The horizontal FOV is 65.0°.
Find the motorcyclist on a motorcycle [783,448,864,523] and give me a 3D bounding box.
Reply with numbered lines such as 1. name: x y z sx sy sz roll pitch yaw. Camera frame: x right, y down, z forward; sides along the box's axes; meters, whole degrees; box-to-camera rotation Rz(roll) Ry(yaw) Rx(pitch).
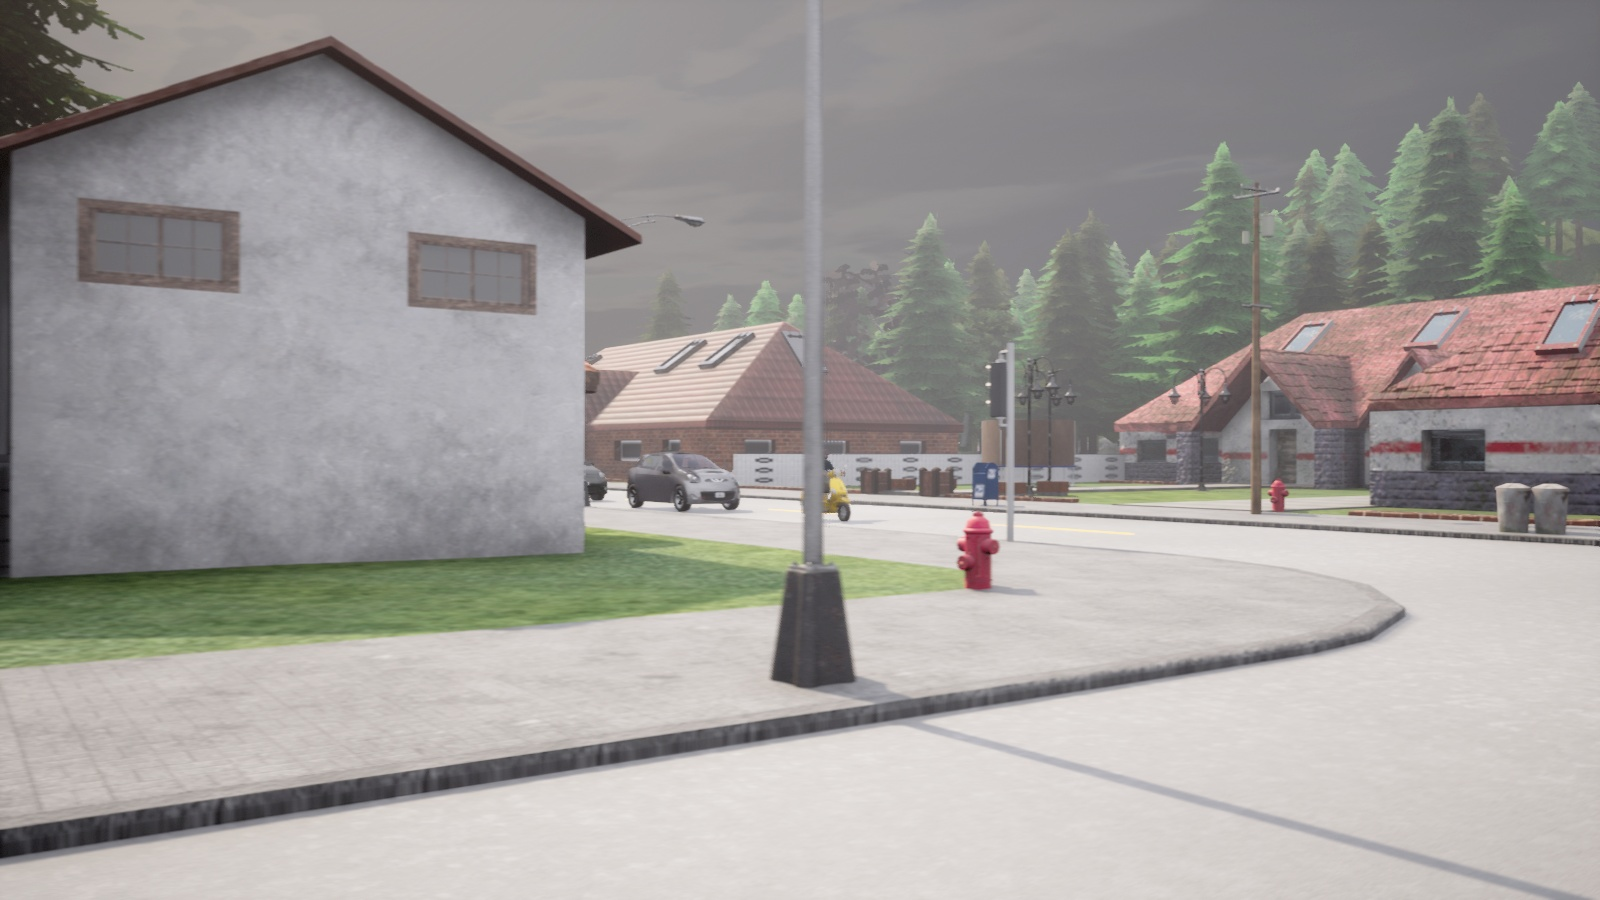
1. motorcyclist on a motorcycle: 0.507 0.762 27.593 0.866 1.590 1.817 0 0 -35

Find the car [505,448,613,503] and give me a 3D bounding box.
1. car: -7.588 0.752 39.221 1.851 1.617 3.988 0 0 -35

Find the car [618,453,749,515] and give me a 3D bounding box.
1. car: -3.080 0.842 32.752 1.845 1.501 3.633 0 0 -35
